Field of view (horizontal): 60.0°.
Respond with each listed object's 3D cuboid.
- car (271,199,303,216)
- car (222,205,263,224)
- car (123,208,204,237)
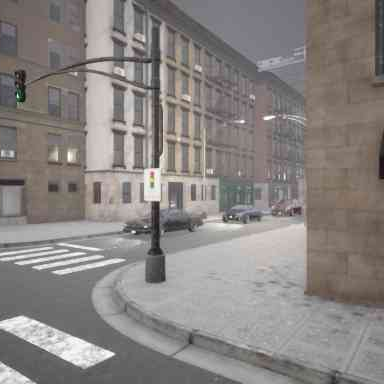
[{"bbox_3d":[9.979,1.539,34.789,2.097,1.767,4.553,0,0,35],"label":"car"},{"bbox_3d":[4.064,1.696,26.503,1.994,1.385,4.181,0,0,36],"label":"car"},{"bbox_3d":[-1.388,1.630,18.861,2.033,1.411,5.357,0,0,35],"label":"car"}]
